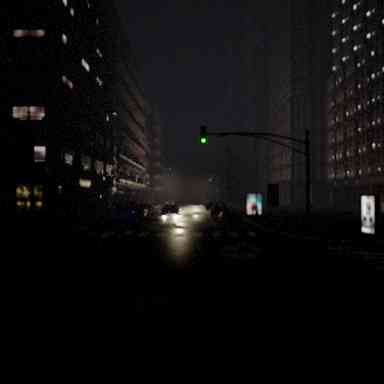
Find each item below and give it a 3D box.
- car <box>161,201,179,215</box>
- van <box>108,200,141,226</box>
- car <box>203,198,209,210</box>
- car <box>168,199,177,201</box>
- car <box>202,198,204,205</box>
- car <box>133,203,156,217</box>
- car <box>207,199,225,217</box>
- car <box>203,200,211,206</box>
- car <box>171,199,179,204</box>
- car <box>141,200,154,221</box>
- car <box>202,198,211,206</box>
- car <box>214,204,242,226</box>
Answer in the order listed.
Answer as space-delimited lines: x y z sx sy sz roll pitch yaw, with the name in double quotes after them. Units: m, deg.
-2.596 2.065 40.045 1.994 1.385 4.181 0 -1 1 "car"
-5.411 1.674 26.403 1.690 1.788 3.998 0 -1 1 "van"
3.236 2.111 53.955 1.967 1.590 4.097 0 -1 1 "car"
-4.931 2.410 76.144 1.967 1.590 4.097 0 -1 1 "car"
3.342 2.366 65.008 2.008 1.369 4.403 0 -1 1 "car"
-5.305 2.016 37.455 1.887 1.381 4.507 0 -1 1 "car"
3.076 1.901 37.375 1.967 1.590 4.097 0 -1 1 "car"
3.448 2.542 76.061 1.802 1.307 4.206 0 -1 1 "car"
-4.772 2.756 92.723 1.947 1.339 4.313 0 -1 1 "car"
-5.357 1.717 31.931 2.192 1.841 5.009 0 -1 1 "car"
3.503 2.348 81.591 2.192 1.841 5.009 0 -1 1 "car"
2.968 1.905 26.318 1.802 1.307 4.206 0 -1 1 "car"
